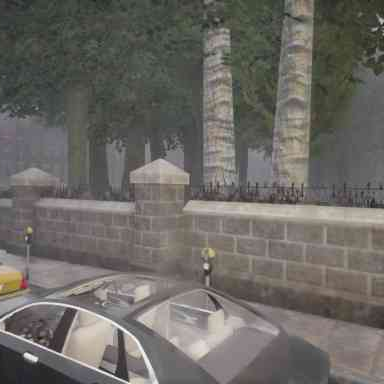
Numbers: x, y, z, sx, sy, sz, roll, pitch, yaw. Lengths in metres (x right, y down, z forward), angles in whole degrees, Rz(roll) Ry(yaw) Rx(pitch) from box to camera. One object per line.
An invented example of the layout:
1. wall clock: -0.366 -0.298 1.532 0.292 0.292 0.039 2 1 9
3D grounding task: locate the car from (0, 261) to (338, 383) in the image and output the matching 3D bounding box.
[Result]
1. car: -0.865 1.550 3.412 4.403 1.369 2.008 0 1 36
